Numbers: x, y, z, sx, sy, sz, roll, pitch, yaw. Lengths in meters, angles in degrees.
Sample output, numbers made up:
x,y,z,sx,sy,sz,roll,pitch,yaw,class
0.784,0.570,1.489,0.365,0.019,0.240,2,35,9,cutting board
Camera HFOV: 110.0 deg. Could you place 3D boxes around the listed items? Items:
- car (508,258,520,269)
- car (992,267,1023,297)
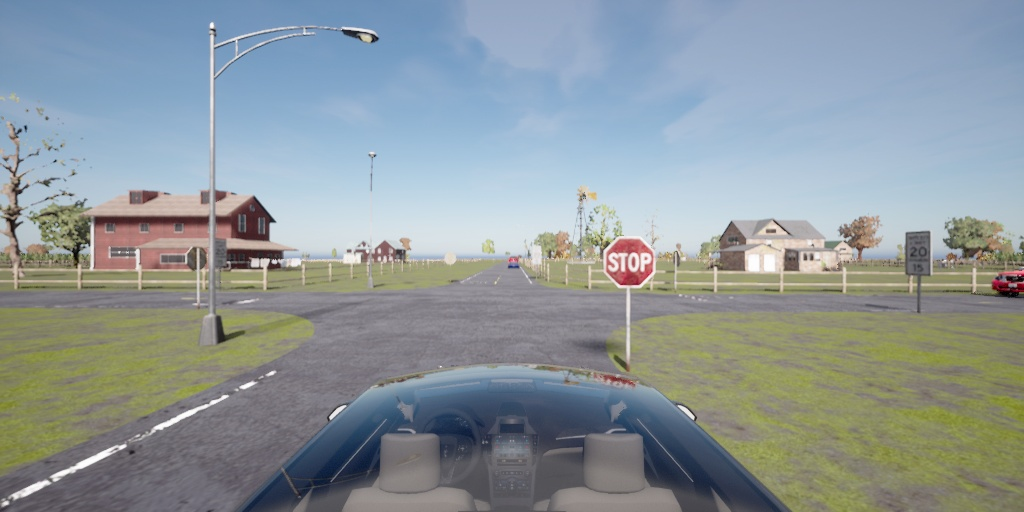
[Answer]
x,y,z,sx,sy,sz,roll,pitch,yaw,class
0.312,1.510,62.735,1.994,1.385,4.181,0,0,1,car
27.720,1.129,17.830,5.566,2.045,2.150,0,0,1,car
